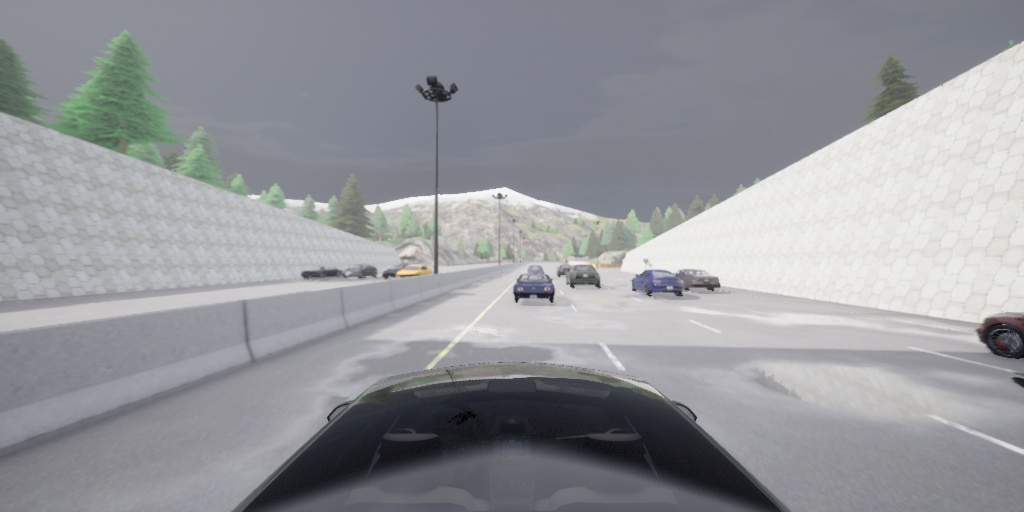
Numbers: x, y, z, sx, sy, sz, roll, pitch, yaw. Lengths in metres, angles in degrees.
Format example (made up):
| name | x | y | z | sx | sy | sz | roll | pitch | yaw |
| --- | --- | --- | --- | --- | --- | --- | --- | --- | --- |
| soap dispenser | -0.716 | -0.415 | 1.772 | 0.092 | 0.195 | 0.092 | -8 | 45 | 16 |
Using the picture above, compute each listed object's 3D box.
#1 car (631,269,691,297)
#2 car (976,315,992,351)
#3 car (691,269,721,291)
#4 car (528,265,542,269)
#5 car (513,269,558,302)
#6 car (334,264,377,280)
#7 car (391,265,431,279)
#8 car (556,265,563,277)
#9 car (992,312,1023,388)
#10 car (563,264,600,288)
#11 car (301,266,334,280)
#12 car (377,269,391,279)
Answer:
| name | x | y | z | sx | sy | sz | roll | pitch | yaw |
| --- | --- | --- | --- | --- | --- | --- | --- | --- | --- |
| car | 8.306 | 1.504 | 20.782 | 1.812 | 1.442 | 4.674 | 0 | -1 | 4 |
| car | 10.806 | 1.354 | 5.685 | 1.812 | 1.442 | 4.674 | 0 | -1 | 4 |
| car | 12.073 | 1.577 | 24.409 | 2.033 | 1.411 | 5.357 | 0 | -1 | 4 |
| car | 2.521 | 1.696 | 38.774 | 2.033 | 1.411 | 5.357 | 0 | -1 | 4 |
| car | 1.119 | 1.527 | 18.066 | 1.895 | 1.301 | 4.718 | 0 | -1 | 4 |
| car | -15.340 | 1.556 | 36.347 | 2.128 | 1.511 | 4.902 | 0 | -1 | 4 |
| car | -8.648 | 1.516 | 31.901 | 1.882 | 1.535 | 5.008 | 0 | -1 | 4 |
| car | 6.242 | 1.721 | 42.070 | 1.812 | 1.442 | 4.674 | 0 | 0 | 4 |
| car | 7.064 | 1.380 | 2.244 | 1.895 | 1.301 | 4.718 | 0 | -1 | 4 |
| car | 5.221 | 1.387 | 26.818 | 2.097 | 1.767 | 4.553 | 0 | 0 | 4 |
| car | -18.883 | 1.648 | 35.904 | 1.895 | 1.301 | 4.718 | 0 | -1 | 4 |
| car | -11.732 | 1.637 | 37.648 | 2.033 | 1.411 | 5.357 | 0 | -1 | 4 |
